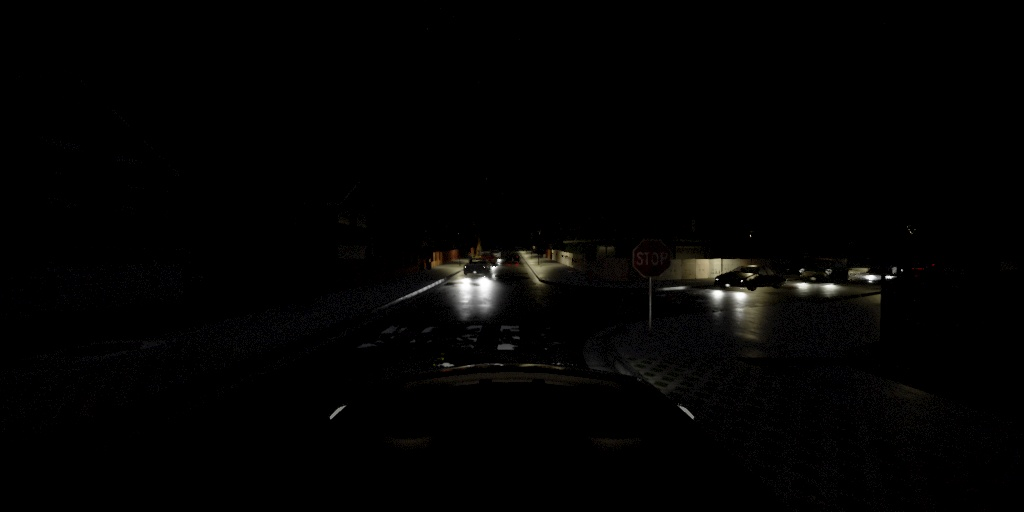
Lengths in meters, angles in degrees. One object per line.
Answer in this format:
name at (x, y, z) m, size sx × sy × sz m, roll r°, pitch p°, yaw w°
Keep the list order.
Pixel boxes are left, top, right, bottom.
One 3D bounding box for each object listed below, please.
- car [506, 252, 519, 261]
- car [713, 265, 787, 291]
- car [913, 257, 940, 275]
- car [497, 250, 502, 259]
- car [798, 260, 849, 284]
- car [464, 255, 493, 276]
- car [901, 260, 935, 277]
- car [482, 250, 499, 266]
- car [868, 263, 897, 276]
car at (0.103, 0.079, 52.140) m, size 1.895 × 1.301 × 4.718 m, roll 0°, pitch 2°, yaw 0°
car at (14.490, 1.279, 21.668) m, size 5.357 × 1.411 × 2.033 m, roll 0°, pitch 0°, yaw -31°
car at (47.970, 1.137, 41.722) m, size 5.566 × 2.045 × 2.150 m, roll 0°, pitch 0°, yaw -40°
car at (-2.796, -0.259, 59.227) m, size 1.812 × 1.442 × 4.674 m, roll 0°, pitch 2°, yaw 0°
car at (24.154, 1.133, 27.762) m, size 4.553 × 1.767 × 2.097 m, roll 0°, pitch 0°, yaw -34°
car at (-2.845, 0.863, 29.694) m, size 1.895 × 1.301 × 4.718 m, roll 0°, pitch 2°, yaw 0°
car at (40.036, 1.376, 35.452) m, size 4.892 × 1.490 × 1.837 m, roll 0°, pitch 0°, yaw -38°
car at (-2.838, 0.375, 41.617) m, size 1.812 × 1.442 × 4.674 m, roll 0°, pitch 2°, yaw 0°
car at (41.135, 1.473, 39.811) m, size 4.718 × 1.301 × 1.895 m, roll 0°, pitch 0°, yaw -37°
